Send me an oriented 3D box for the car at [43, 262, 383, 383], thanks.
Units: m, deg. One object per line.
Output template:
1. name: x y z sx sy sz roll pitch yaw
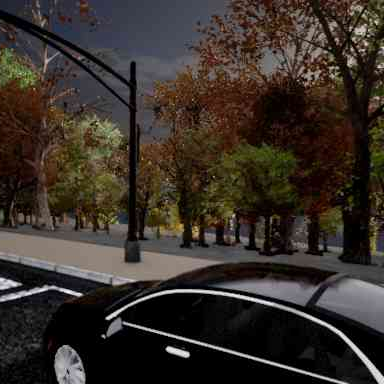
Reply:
1. car: 0.428 1.509 3.370 4.892 1.490 1.837 0 0 36
